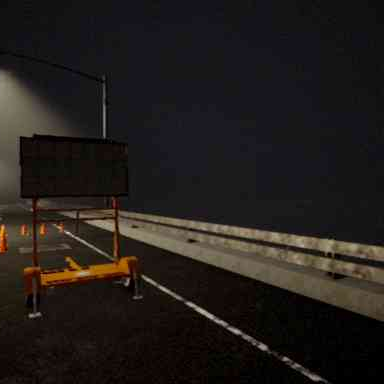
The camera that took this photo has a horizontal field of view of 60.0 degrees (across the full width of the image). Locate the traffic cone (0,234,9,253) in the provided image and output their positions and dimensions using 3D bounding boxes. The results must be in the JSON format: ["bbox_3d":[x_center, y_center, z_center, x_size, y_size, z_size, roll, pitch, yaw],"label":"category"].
[{"bbox_3d":[-7.458,2.084,13.213,0.340,0.580,0.340,-1,0,-30],"label":"traffic cone"}]

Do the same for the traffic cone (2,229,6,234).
[{"bbox_3d":[-8.445,2.101,14.953,0.340,0.580,0.340,-1,0,-30],"label":"traffic cone"}]

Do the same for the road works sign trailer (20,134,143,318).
[{"bbox_3d":[-2.730,0.520,7.862,2.380,3.560,2.880,-1,0,-30],"label":"road works sign trailer"}]

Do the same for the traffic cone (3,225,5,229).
[{"bbox_3d":[-9.431,2.118,16.693,0.340,0.580,0.340,-1,0,-30],"label":"traffic cone"}]
